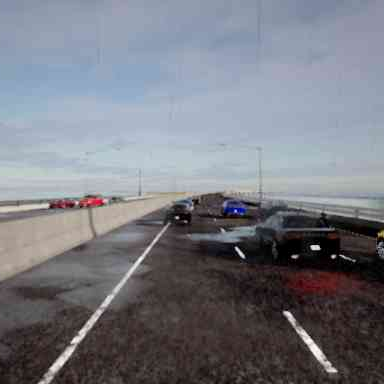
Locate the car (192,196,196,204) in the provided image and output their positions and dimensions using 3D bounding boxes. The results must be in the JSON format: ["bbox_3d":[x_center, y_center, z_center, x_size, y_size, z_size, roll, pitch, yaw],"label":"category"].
[{"bbox_3d":[-0.832,1.488,33.746,1.882,1.535,5.008,0,0,1],"label":"car"}]

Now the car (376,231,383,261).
[{"bbox_3d":[7.124,1.482,9.219,1.882,1.535,5.008,0,0,0],"label":"car"}]

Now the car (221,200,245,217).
[{"bbox_3d":[3.793,1.488,31.161,1.882,1.535,5.008,0,0,1],"label":"car"}]

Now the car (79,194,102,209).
[{"bbox_3d":[-13.681,1.233,45.517,2.150,2.045,5.566,0,0,1],"label":"car"}]

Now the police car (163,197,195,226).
[{"bbox_3d":[-0.939,1.435,23.872,1.930,1.638,5.238,0,0,1],"label":"police car"}]

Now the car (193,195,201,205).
[{"bbox_3d":[0.628,1.495,58.414,2.128,1.511,4.902,0,0,1],"label":"car"}]

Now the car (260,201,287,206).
[{"bbox_3d":[7.275,1.502,29.578,2.128,1.511,4.902,0,0,1],"label":"car"}]

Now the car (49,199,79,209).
[{"bbox_3d":[-17.209,1.610,44.153,1.895,1.301,4.718,0,0,1],"label":"car"}]

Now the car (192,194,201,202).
[{"bbox_3d":[1.046,1.335,75.558,2.128,1.511,4.902,0,0,2],"label":"car"}]

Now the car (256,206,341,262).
[{"bbox_3d":[3.637,1.484,12.236,1.882,1.535,5.008,0,0,0],"label":"car"}]

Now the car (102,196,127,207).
[{"bbox_3d":[-10.190,1.359,45.145,2.097,1.767,4.553,0,0,1],"label":"car"}]
